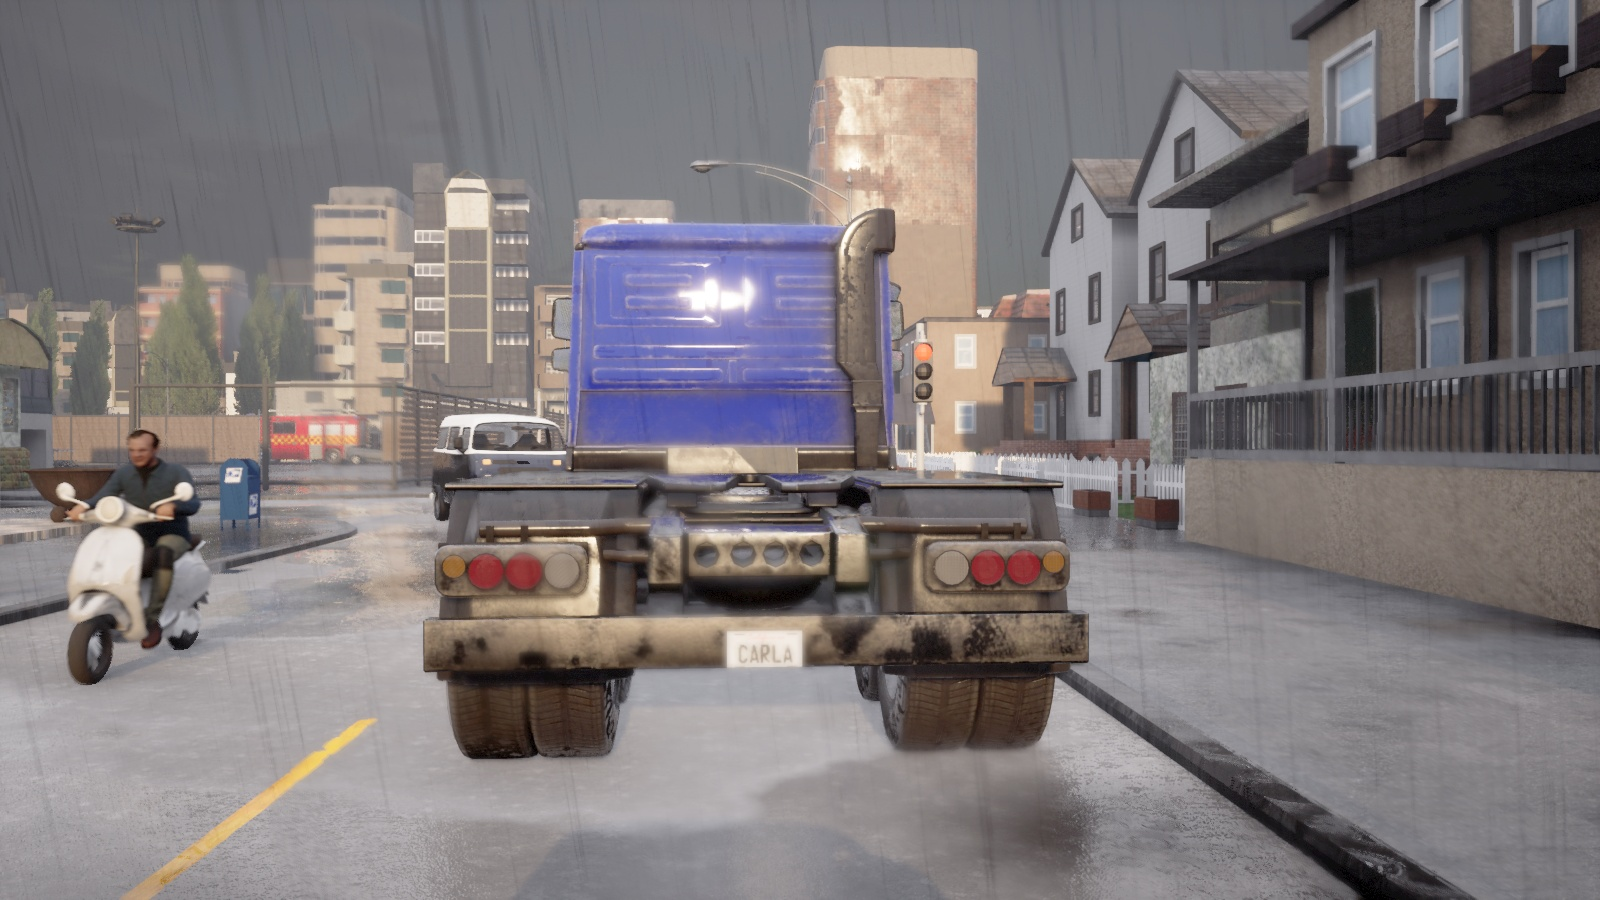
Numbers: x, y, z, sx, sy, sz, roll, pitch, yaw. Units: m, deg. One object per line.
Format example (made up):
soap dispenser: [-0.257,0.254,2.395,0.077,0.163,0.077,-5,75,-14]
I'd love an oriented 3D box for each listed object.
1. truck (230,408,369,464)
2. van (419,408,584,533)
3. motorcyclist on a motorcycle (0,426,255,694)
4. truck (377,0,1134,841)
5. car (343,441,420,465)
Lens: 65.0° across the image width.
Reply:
truck: [-34.798,-0.940,87.533,8.468,3.827,2.891,0,0,-3]
van: [-5.578,0.335,23.007,2.069,2.038,4.480,1,0,-25]
motorcyclist on a motorcycle: [-4.431,0.649,8.392,0.866,1.590,1.817,0,0,-3]
truck: [-0.432,-0.285,8.765,2.891,3.462,7.936,0,0,-4]
car: [-27.921,0.197,83.916,4.514,1.525,2.007,0,0,-3]
